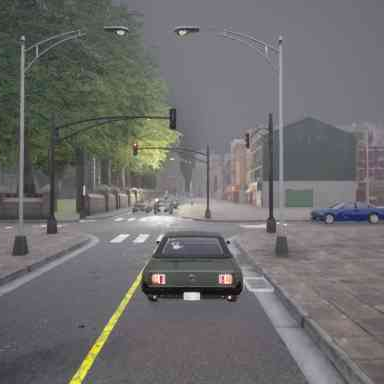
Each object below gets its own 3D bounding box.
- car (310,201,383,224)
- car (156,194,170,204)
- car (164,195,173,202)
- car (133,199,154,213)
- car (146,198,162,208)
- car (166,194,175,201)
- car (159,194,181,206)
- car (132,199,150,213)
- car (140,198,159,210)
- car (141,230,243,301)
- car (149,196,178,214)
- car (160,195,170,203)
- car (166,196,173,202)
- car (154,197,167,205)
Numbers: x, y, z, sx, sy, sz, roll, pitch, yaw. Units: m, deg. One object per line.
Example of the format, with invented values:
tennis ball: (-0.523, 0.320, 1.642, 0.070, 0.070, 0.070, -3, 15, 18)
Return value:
car: (10.943, 1.430, 23.544, 5.008, 1.535, 1.882, -1, -1, 0)
car: (-5.715, 1.422, 65.816, 2.192, 1.841, 5.009, 1, 0, 0)
car: (-5.851, 1.619, 82.166, 1.967, 1.590, 4.097, 1, 0, 0)
car: (-5.552, 1.563, 38.854, 1.752, 1.417, 4.829, 1, 0, 0)
car: (-5.587, 1.623, 49.466, 1.947, 1.339, 4.313, 1, 0, 0)
car: (-5.937, 1.554, 93.068, 2.192, 1.841, 5.009, 1, 0, 0)
car: (-3.026, 1.401, 45.249, 2.097, 1.767, 4.553, 0, 0, 0)
car: (-5.512, 1.585, 36.880, 2.008, 1.369, 4.403, 1, 0, 0)
car: (-5.543, 1.597, 44.016, 2.008, 1.369, 4.403, 1, 0, 0)
car: (0.027, 1.605, 8.256, 1.895, 1.301, 4.718, 0, 0, 1)
car: (-2.947, 1.523, 35.354, 2.128, 1.511, 4.902, 0, 0, 0)
car: (-5.762, 1.568, 71.266, 1.967, 1.590, 4.097, 1, 0, 0)
car: (-5.895, 1.732, 87.446, 1.752, 1.417, 4.829, 1, 0, 0)
car: (-5.676, 1.670, 60.365, 1.802, 1.307, 4.206, 1, 0, 0)
